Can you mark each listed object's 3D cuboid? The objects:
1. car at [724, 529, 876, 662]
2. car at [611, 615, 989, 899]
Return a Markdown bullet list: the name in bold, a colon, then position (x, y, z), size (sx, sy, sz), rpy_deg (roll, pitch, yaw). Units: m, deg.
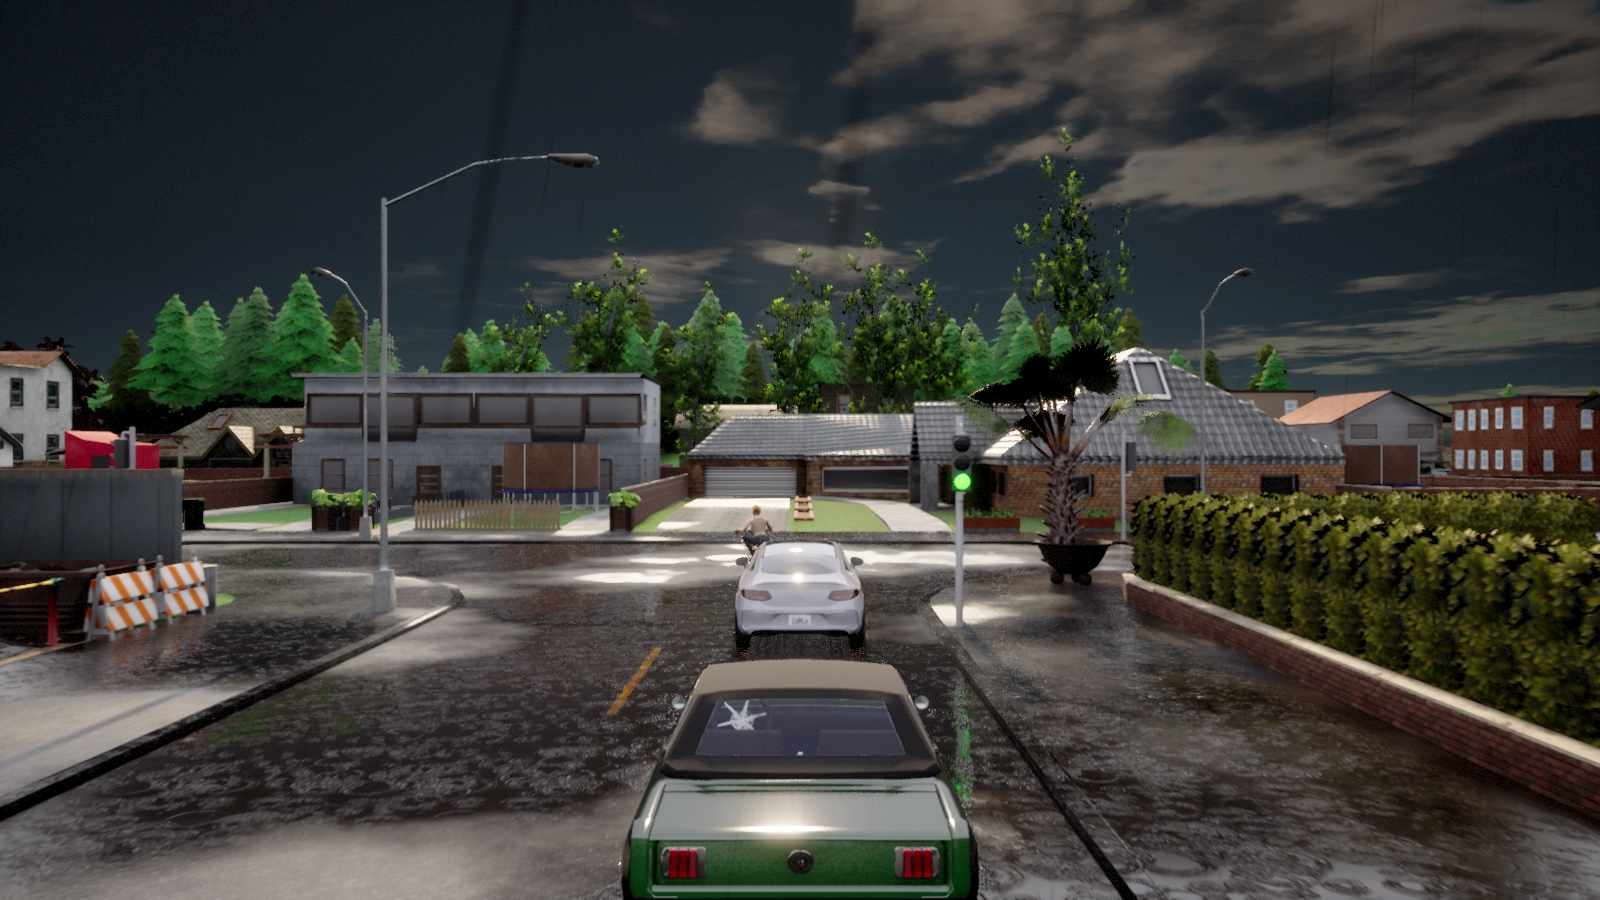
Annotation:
- **car**: position (-0.007, 2.081, 17.435), size (2.002, 1.442, 4.674), rpy_deg (0, 0, 0)
- **car**: position (0.002, 2.155, 8.086), size (1.895, 1.301, 4.718), rpy_deg (0, 0, 0)
